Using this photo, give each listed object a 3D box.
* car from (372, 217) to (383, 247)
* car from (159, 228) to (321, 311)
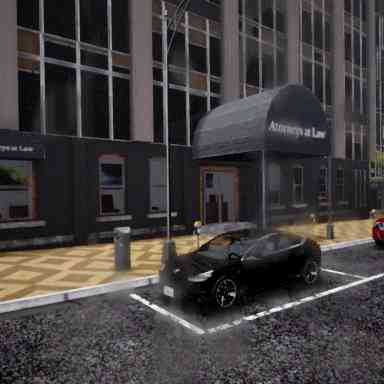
[{"bbox_3d":[9.571,1.310,13.973,5.009,1.841,2.192,0,-1,-37],"label":"car"},{"bbox_3d":[1.290,1.564,7.777,4.313,1.339,1.947,0,-1,-37],"label":"car"}]
